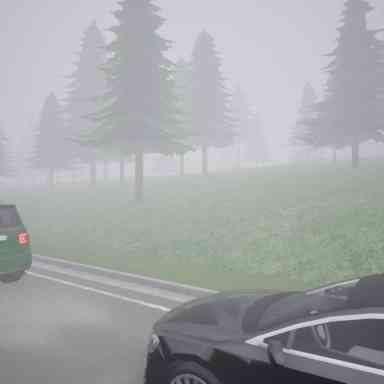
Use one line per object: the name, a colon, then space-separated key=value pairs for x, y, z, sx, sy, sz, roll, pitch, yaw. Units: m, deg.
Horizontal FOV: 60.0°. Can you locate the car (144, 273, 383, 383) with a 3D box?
car: x=1.739 y=1.492 z=2.752 sx=4.902 sy=1.511 sz=2.128 roll=0 pitch=0 yaw=36

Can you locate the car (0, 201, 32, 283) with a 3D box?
car: x=-6.324 y=1.221 z=8.468 sx=5.566 sy=2.045 sz=2.150 roll=0 pitch=0 yaw=36
